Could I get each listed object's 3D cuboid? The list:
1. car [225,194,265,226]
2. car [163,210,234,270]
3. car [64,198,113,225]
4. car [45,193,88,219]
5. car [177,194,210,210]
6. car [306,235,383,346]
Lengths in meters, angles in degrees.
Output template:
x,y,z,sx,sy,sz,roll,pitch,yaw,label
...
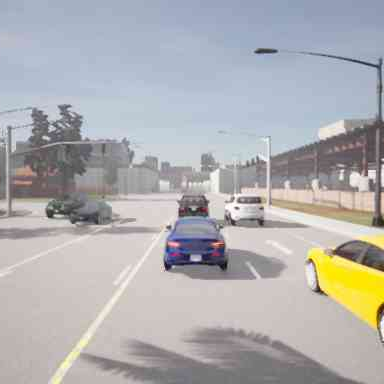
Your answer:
x,y,z,sx,sy,sz,roll,pitch,yaw,label
3.603,1.161,23.322,2.150,2.045,5.566,0,0,0,car
0.100,1.526,10.853,1.812,1.442,4.674,0,0,0,car
-7.049,1.409,23.749,1.882,1.535,5.008,0,0,1,car
-10.503,1.120,28.571,2.150,2.045,5.566,0,0,0,car
0.106,1.155,23.703,2.150,2.045,5.566,0,0,0,car
3.600,1.484,5.850,1.882,1.535,5.008,0,0,0,car
